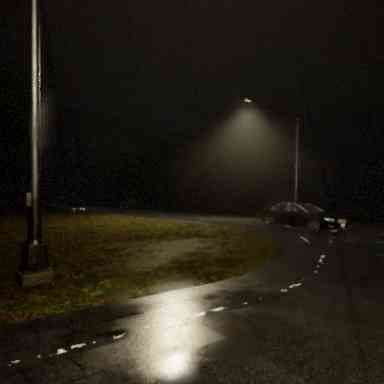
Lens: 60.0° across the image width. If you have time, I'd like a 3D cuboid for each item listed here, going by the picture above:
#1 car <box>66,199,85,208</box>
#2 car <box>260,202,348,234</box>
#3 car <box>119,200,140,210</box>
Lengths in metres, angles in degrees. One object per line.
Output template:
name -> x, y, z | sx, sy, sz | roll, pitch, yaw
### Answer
car -> -18.839, 1.832, 53.787 | 1.895, 1.301, 4.718 | 4, -3, -33
car -> 5.875, 1.320, 17.990 | 2.128, 1.511, 4.902 | 3, -2, -35
car -> -9.996, 2.052, 53.253 | 1.837, 1.490, 4.892 | 4, -3, -35
